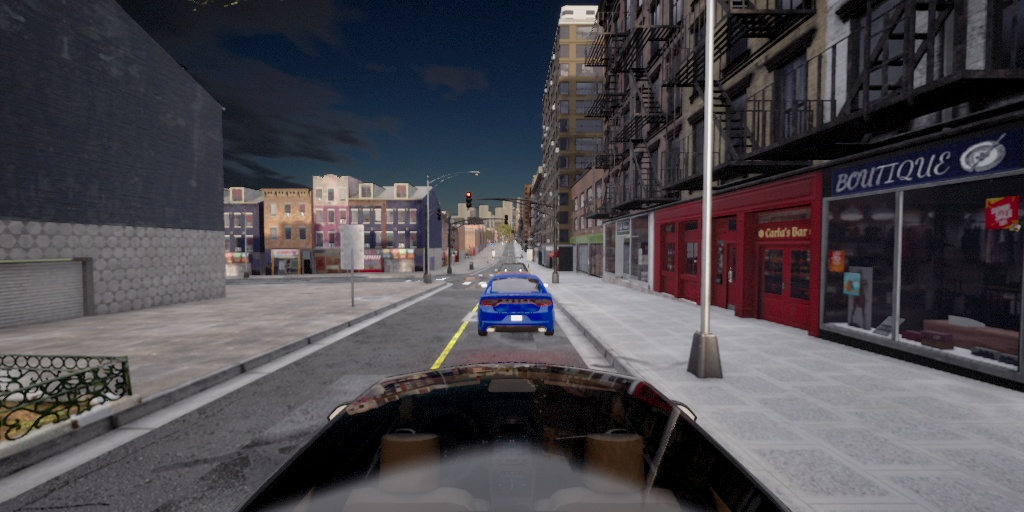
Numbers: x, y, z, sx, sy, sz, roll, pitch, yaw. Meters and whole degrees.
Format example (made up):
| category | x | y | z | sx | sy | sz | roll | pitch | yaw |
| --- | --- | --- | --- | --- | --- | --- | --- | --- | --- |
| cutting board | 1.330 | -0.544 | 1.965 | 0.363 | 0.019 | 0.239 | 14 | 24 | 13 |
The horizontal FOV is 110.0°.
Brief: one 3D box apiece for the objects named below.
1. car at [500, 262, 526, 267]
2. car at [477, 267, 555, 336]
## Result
| category | x | y | z | sx | sy | sz | roll | pitch | yaw |
| --- | --- | --- | --- | --- | --- | --- | --- | --- | --- |
| car | 0.054 | 1.132 | 20.468 | 2.097 | 1.767 | 4.553 | 0 | 0 | 0 |
| car | 0.088 | 1.239 | 10.474 | 1.882 | 1.535 | 5.008 | 0 | 0 | 0 |
